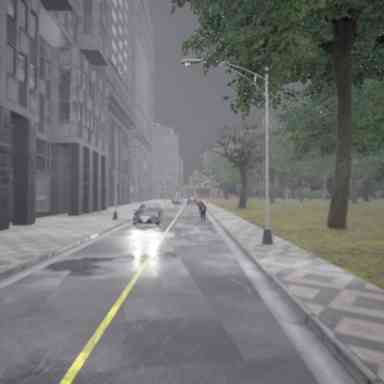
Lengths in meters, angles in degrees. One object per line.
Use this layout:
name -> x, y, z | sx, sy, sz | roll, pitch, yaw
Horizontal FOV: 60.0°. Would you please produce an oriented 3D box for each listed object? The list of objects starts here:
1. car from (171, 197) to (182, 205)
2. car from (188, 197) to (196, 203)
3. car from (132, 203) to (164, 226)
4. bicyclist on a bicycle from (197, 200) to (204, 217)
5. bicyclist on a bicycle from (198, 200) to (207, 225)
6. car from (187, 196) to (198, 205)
car -> -3.005, 1.703, 65.695 | 2.097, 1.767, 4.553 | 0, 0, 0
car -> 0.006, 1.944, 79.158 | 1.812, 1.442, 4.674 | 0, 0, 0
car -> -3.095, 1.597, 24.232 | 2.128, 1.511, 4.902 | 0, 0, 0
bicyclist on a bicycle -> 0.827, 1.601, 32.960 | 0.582, 1.620, 1.656 | 0, -1, 0
bicyclist on a bicycle -> 0.827, 1.557, 23.963 | 0.582, 1.620, 1.656 | 0, -1, 0
car -> 0.077, 1.706, 69.054 | 2.097, 1.767, 4.553 | 0, 0, 0
